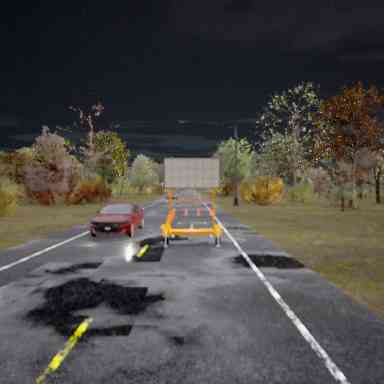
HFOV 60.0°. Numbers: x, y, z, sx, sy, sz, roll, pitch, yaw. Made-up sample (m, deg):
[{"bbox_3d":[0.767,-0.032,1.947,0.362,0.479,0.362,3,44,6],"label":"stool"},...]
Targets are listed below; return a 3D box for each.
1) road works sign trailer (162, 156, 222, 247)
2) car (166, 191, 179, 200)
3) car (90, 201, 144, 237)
[{"bbox_3d":[0.002,0.279,13.957,2.380,3.560,2.880,0,1,0],"label":"road works sign trailer"},{"bbox_3d":[-3.534,0.571,59.803,2.097,1.767,4.553,0,1,1],"label":"car"},{"bbox_3d":[-3.596,1.256,16.678,1.882,1.535,5.008,0,1,0],"label":"car"}]
